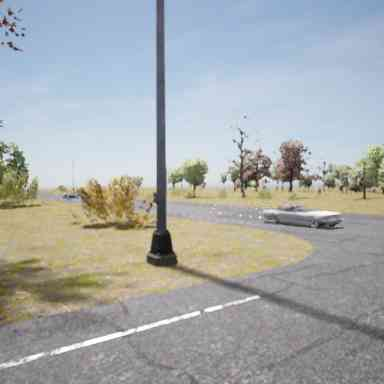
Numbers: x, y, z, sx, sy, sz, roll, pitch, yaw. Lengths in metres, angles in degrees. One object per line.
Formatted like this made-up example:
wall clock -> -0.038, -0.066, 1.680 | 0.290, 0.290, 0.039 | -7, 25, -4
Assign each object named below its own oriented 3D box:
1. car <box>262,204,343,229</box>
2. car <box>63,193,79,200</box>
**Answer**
car -> 6.677, 1.399, 20.438 | 1.895, 1.301, 4.718 | -1, 1, -35
car -> -22.428, 0.793, 61.617 | 1.895, 1.301, 4.718 | -1, 1, -34
